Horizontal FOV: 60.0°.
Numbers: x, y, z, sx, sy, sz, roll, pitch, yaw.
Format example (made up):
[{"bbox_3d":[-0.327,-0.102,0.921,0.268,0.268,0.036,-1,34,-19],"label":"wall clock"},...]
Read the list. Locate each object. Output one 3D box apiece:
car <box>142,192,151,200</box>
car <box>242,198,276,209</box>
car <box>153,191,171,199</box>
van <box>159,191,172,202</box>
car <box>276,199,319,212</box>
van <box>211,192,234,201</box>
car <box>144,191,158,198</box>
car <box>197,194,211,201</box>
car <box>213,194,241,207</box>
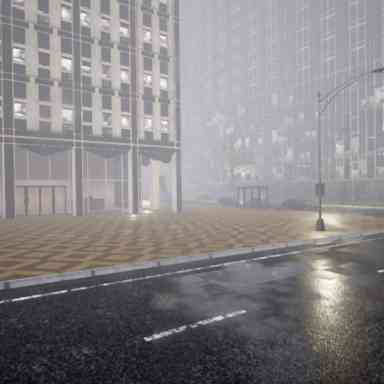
[{"bbox_3d":[-10.745,1.033,68.771,2.008,1.369,4.403,0,1,-34],"label":"car"},{"bbox_3d":[8.471,1.382,40.602,1.802,1.307,4.206,-1,1,-34],"label":"car"},{"bbox_3d":[-7.055,0.607,78.197,2.192,1.841,5.009,-1,1,-34],"label":"car"},{"bbox_3d":[-4.308,0.931,59.399,1.690,1.788,3.998,-1,1,-34],"label":"van"},{"bbox_3d":[11.675,1.418,35.905,1.947,1.339,4.313,-1,1,-34],"label":"car"},{"bbox_3d":[5.817,0.847,59.457,1.690,1.788,3.998,-1,1,-34],"label":"van"},{"bbox_3d":[-10.273,0.678,82.883,1.967,1.590,4.097,-1,1,-34],"label":"car"},{"bbox_3d":[2.600,1.035,64.145,1.802,1.307,4.206,-1,1,-34],"label":"car"},{"bbox_3d":[5.301,1.313,45.319,1.947,1.339,4.313,-1,1,-34],"label":"car"}]
